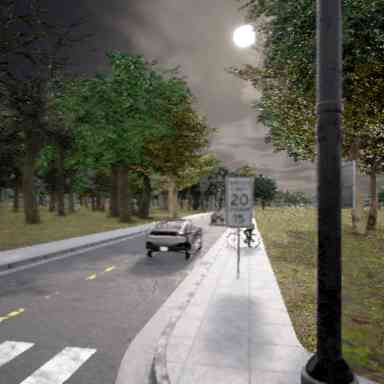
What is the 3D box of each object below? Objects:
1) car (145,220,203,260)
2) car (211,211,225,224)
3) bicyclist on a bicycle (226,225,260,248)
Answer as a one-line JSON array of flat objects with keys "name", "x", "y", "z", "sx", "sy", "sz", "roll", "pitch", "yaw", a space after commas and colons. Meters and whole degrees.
[{"name": "car", "x": -0.659, "y": 2.012, "z": 14.936, "sx": 2.128, "sy": 1.511, "sz": 4.902, "roll": 1, "pitch": -2, "yaw": 9}, {"name": "car", "x": 3.225, "y": 2.898, "z": 37.968, "sx": 1.837, "sy": 1.490, "sz": 4.892, "roll": 1, "pitch": -2, "yaw": 10}, {"name": "bicyclist on a bicycle", "x": 2.515, "y": 1.920, "z": 16.314, "sx": 1.656, "sy": 1.620, "sz": 0.582, "roll": 0, "pitch": -2, "yaw": 10}]
